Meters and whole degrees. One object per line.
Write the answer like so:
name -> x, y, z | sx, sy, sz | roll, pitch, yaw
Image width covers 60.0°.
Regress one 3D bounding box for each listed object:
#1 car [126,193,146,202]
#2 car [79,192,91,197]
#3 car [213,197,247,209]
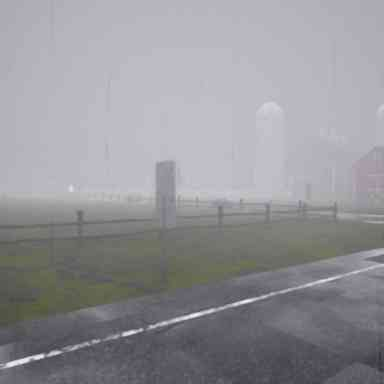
car -> -9.813, 1.006, 58.338 | 2.128, 1.511, 4.902 | -1, 1, -35
car -> -28.806, 0.598, 89.267 | 1.895, 1.301, 4.718 | -1, 1, -36
car -> 4.302, 1.273, 38.778 | 1.812, 1.442, 4.674 | -1, 1, -36
